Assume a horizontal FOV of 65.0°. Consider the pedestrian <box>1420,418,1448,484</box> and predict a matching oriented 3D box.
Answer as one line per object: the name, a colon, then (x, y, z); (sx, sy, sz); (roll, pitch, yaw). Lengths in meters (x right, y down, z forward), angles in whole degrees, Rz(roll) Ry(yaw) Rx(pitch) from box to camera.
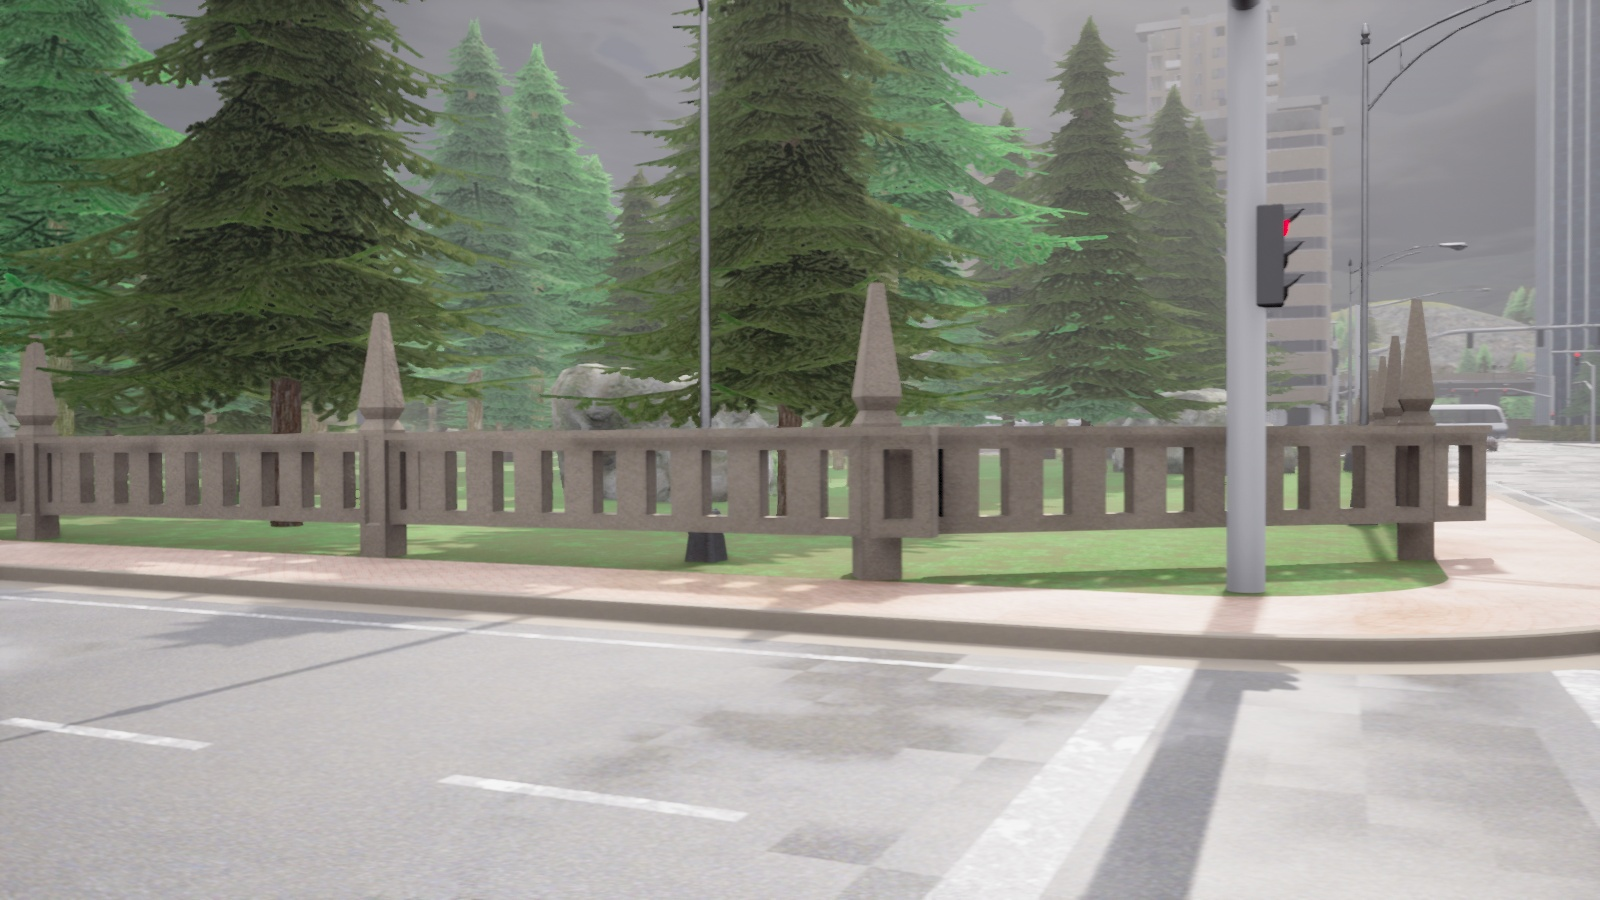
pedestrian: (18.904, 0.020, 37.443); (0.659, 1.952, 0.873); (1, 1, 22)
